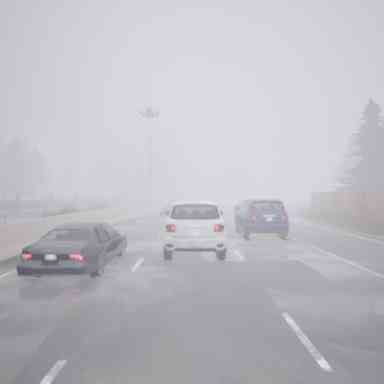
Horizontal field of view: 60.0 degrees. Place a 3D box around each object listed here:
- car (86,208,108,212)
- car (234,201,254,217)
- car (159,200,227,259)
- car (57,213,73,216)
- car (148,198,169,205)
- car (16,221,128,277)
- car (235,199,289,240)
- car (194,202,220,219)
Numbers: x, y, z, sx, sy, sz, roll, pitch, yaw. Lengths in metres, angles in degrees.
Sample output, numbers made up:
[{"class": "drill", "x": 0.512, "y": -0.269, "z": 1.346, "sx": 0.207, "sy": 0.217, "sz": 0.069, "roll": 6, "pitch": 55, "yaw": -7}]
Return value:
[{"class": "car", "x": -9.305, "y": 1.846, "z": 32.909, "sx": 1.994, "sy": 1.385, "sz": 4.181, "roll": 0, "pitch": -1, "yaw": 9}, {"class": "car", "x": 5.828, "y": 1.821, "z": 36.844, "sx": 1.837, "sy": 1.490, "sz": 4.892, "roll": 0, "pitch": -1, "yaw": 12}, {"class": "car", "x": 0.097, "y": 1.335, "z": 13.167, "sx": 2.150, "sy": 2.045, "sz": 5.566, "roll": 0, "pitch": 0, "yaw": 0}, {"class": "car", "x": -12.897, "y": 1.805, "z": 32.670, "sx": 1.812, "sy": 1.442, "sz": 4.674, "roll": 0, "pitch": -1, "yaw": 9}, {"class": "car", "x": -6.517, "y": 1.874, "z": 65.527, "sx": 1.895, "sy": 1.301, "sz": 4.718, "roll": 0, "pitch": -1, "yaw": 26}, {"class": "car", "x": -3.403, "y": 1.638, "z": 10.511, "sx": 2.033, "sy": 1.411, "sz": 5.357, "roll": 0, "pitch": 0, "yaw": 0}, {"class": "car", "x": 3.648, "y": 1.378, "z": 18.119, "sx": 2.150, "sy": 2.045, "sz": 5.566, "roll": 0, "pitch": 0, "yaw": 1}, {"class": "car", "x": 1.656, "y": 1.840, "z": 34.104, "sx": 2.033, "sy": 1.411, "sz": 5.357, "roll": 0, "pitch": -1, "yaw": 10}]
